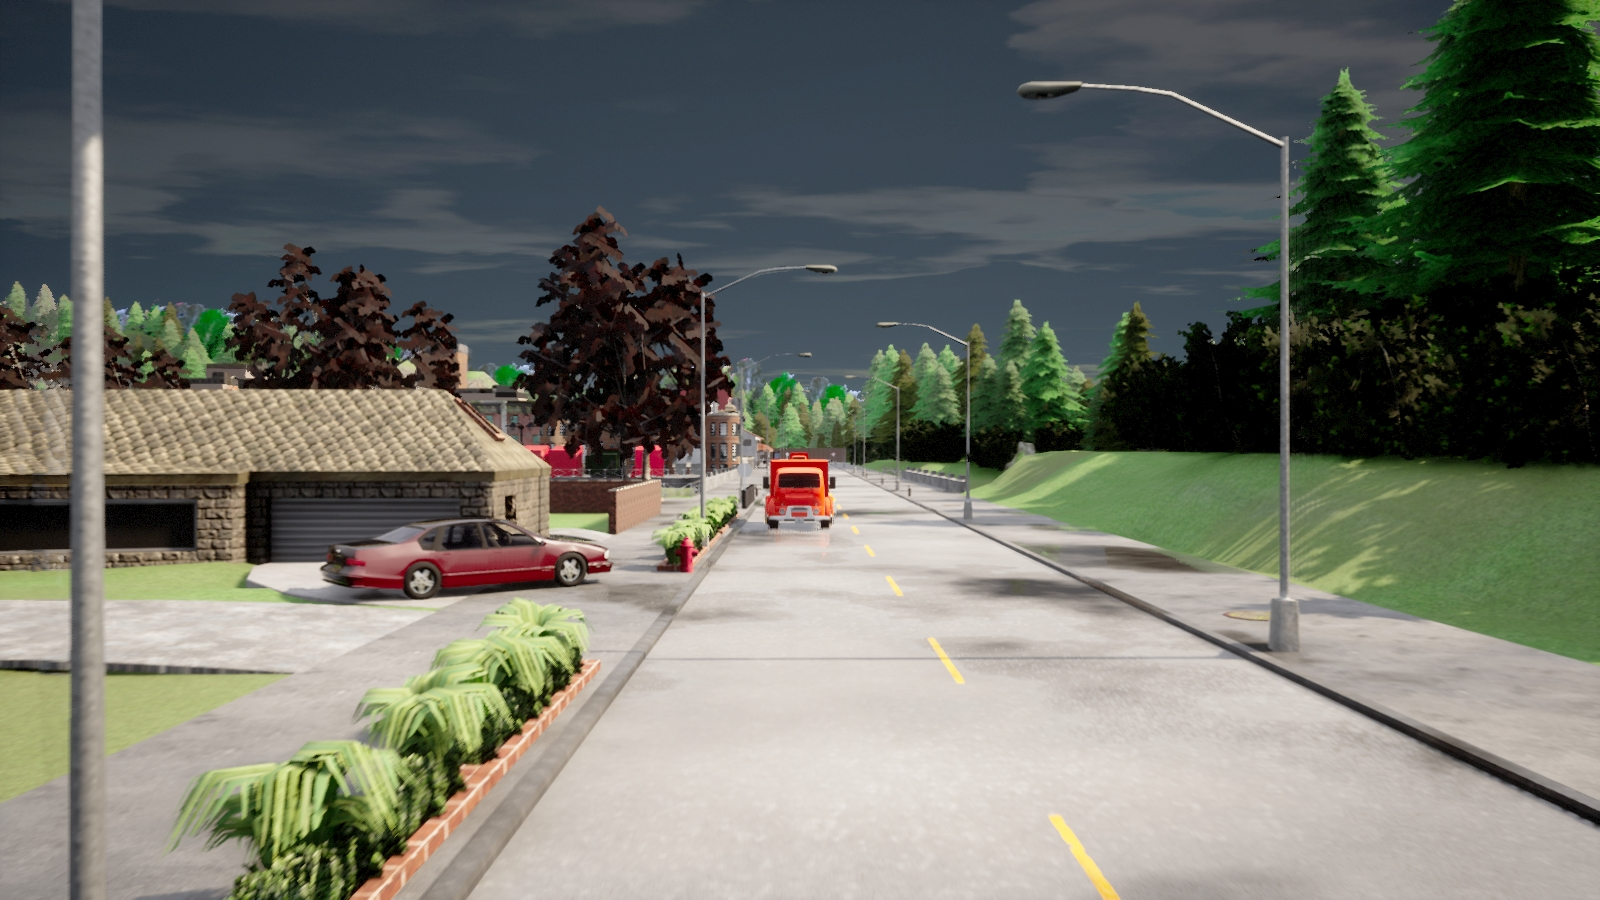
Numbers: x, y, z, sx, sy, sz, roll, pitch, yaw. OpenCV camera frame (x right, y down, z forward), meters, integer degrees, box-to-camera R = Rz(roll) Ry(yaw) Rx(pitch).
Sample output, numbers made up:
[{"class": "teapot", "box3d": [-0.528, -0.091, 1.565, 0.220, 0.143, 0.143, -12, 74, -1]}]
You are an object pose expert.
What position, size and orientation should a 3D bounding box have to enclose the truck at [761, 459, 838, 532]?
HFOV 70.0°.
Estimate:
[{"class": "truck", "box3d": [-0.028, 1.571, 41.415, 2.627, 2.467, 5.204, 0, 0, 0]}]
